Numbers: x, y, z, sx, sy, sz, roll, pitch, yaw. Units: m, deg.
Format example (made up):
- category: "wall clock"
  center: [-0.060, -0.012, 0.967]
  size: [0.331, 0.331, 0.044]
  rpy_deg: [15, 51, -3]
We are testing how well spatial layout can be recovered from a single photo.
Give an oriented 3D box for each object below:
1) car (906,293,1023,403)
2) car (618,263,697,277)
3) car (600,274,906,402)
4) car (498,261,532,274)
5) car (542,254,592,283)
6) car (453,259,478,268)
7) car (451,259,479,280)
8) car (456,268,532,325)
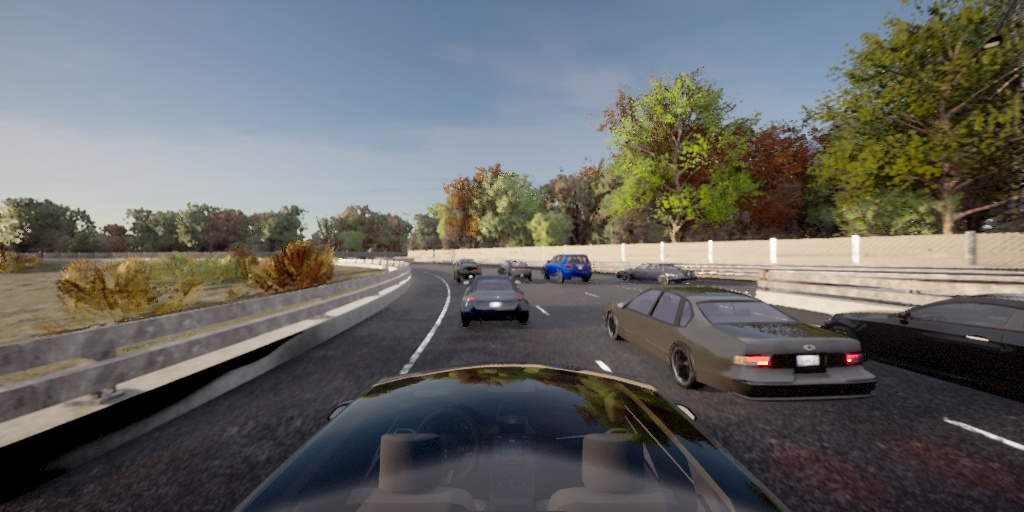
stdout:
- category: "car"
  center: [6.870, 1.239, 4.945]
  size: [1.812, 1.442, 4.674]
  rpy_deg: [0, 0, -2]
- category: "car"
  center: [9.840, 1.178, 24.820]
  size: [2.033, 1.411, 5.357]
  rpy_deg: [0, 0, -33]
- category: "car"
  center: [3.322, 1.269, 6.739]
  size: [2.033, 1.411, 5.357]
  rpy_deg: [0, 0, -4]
- category: "car"
  center: [0.117, 1.155, 27.611]
  size: [2.128, 1.511, 4.902]
  rpy_deg: [0, 0, -14]
- category: "car"
  center: [3.996, 0.874, 26.685]
  size: [2.150, 2.045, 5.566]
  rpy_deg: [0, 0, -13]
- category: "car"
  center: [-7.323, 1.138, 55.961]
  size: [2.033, 1.411, 5.357]
  rpy_deg: [0, 0, -29]
- category: "car"
  center: [-3.506, 1.182, 27.713]
  size: [1.837, 1.490, 4.892]
  rpy_deg: [0, 0, -14]
- category: "car"
  center: [-0.634, 1.283, 11.736]
  size: [1.994, 1.385, 4.181]
  rpy_deg: [0, 0, -6]
